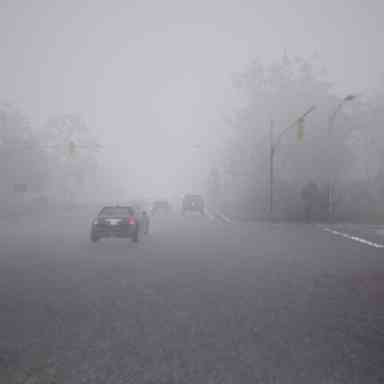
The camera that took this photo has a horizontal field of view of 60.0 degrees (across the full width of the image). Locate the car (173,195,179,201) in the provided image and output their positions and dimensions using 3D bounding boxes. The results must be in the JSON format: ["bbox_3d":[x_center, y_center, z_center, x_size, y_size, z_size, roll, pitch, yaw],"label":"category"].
[{"bbox_3d":[-3.507,1.440,74.424,2.097,1.767,4.553,0,0,0],"label":"car"}]

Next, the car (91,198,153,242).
[{"bbox_3d":[-3.401,1.371,16.549,2.097,1.767,4.553,0,0,0],"label":"car"}]

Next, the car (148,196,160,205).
[{"bbox_3d":[-7.006,1.575,61.722,1.837,1.490,4.892,0,0,0],"label":"car"}]

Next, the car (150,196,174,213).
[{"bbox_3d":[-3.403,1.548,37.803,1.837,1.490,4.892,0,0,0],"label":"car"}]

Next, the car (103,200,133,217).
[{"bbox_3d":[-7.088,1.562,32.261,1.812,1.442,4.674,0,0,0],"label":"car"}]

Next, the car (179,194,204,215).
[{"bbox_3d":[0.096,1.261,34.329,2.150,2.045,5.566,0,0,0],"label":"car"}]

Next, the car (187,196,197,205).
[{"bbox_3d":[-0.005,1.549,62.672,1.882,1.535,5.008,0,0,0],"label":"car"}]
